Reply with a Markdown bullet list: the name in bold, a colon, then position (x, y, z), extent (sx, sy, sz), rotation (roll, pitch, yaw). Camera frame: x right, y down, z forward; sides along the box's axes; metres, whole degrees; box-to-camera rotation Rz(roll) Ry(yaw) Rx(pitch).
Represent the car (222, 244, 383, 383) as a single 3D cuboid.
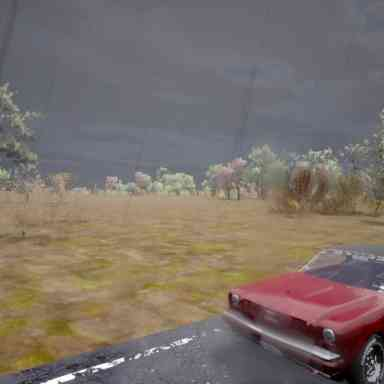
- **car**: position (2.769, 1.601, 5.342), extent (4.718, 1.301, 1.895), rotation (0, 0, -35)
